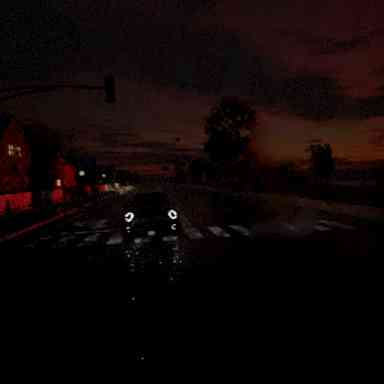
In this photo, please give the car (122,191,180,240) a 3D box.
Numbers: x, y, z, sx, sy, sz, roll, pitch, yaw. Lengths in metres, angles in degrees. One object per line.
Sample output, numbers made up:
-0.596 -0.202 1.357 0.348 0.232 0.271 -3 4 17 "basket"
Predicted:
-1.720 0.786 13.923 2.097 1.767 4.553 -3 2 -7 "car"
